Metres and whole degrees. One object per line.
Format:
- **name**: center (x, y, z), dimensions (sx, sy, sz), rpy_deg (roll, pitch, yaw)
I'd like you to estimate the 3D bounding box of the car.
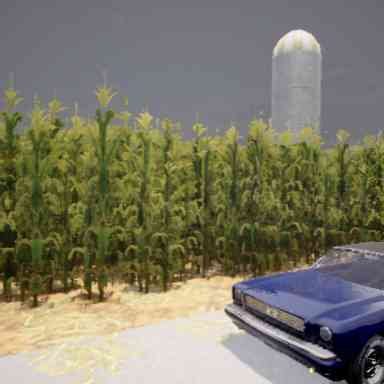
- **car**: center (2.853, 1.544, 5.158), dimensions (4.718, 1.301, 1.895), rpy_deg (0, 1, -31)
